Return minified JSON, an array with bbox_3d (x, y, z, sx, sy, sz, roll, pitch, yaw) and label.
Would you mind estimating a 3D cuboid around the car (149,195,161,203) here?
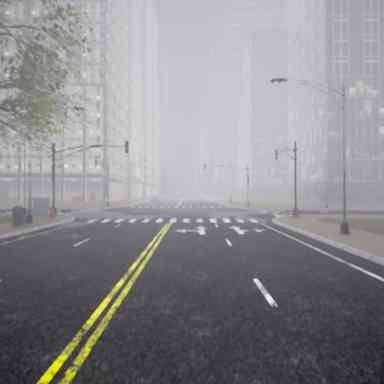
[{"bbox_3d":[-7.246,1.402,65.567,1.837,1.490,4.892,0,1,-1],"label":"car"}]
